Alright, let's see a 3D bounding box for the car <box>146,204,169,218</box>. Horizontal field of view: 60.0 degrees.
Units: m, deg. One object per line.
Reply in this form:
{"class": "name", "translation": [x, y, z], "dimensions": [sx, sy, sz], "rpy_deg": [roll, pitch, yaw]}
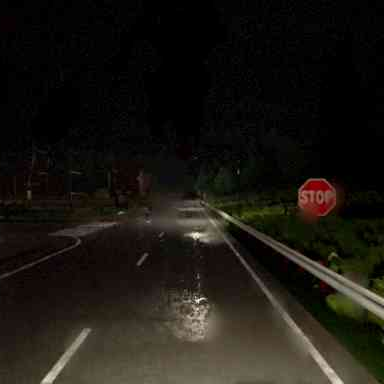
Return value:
{"class": "car", "translation": [-3.532, 1.958, 34.857], "dimensions": [1.812, 1.442, 4.674], "rpy_deg": [0, 1, 1]}
